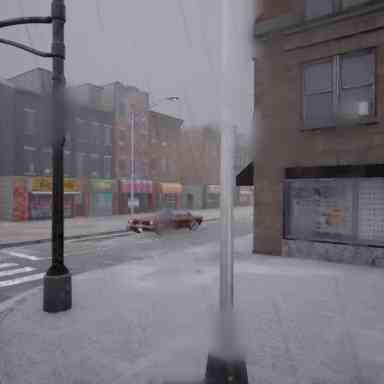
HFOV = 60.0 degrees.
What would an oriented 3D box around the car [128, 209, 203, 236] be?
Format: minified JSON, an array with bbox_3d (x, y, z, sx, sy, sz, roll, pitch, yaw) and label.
[{"bbox_3d":[-1.390,1.645,18.984,1.895,1.301,4.718,0,0,35],"label":"car"}]
